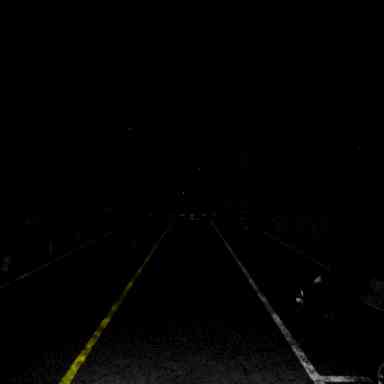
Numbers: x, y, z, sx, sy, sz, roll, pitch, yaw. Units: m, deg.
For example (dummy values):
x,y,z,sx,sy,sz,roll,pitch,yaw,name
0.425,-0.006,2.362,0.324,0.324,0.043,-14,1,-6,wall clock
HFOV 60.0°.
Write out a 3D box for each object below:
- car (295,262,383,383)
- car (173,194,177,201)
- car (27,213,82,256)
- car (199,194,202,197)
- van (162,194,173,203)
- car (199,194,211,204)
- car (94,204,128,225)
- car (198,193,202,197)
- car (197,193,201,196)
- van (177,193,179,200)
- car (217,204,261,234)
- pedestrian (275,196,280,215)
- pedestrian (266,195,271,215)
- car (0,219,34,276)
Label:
x,y,z,sx,sy,sz,roll,pitch,yaw,name
2.764,1.569,4.407,1.947,1.339,4.313,0,0,0,car
-5.432,1.656,82.765,1.947,1.339,4.313,0,0,1,car
-5.762,1.555,13.084,1.887,1.381,4.507,0,0,0,car
2.996,1.601,71.837,1.752,1.417,4.829,0,0,1,car
-5.530,1.417,71.741,1.690,1.788,3.998,0,0,1,van
2.945,1.619,66.154,2.008,1.369,4.403,0,0,1,car
-5.764,1.571,23.973,2.008,1.369,4.403,0,0,0,car
3.044,1.633,77.179,2.008,1.369,4.403,0,0,1,car
3.094,1.405,82.692,2.192,1.841,5.009,0,0,1,car
-5.333,1.447,93.791,1.690,1.788,3.998,0,0,1,van
2.762,1.566,18.979,2.008,1.369,4.403,0,0,0,car
8.131,1.275,31.845,0.375,1.860,0.375,0,0,0,pedestrian
7.131,1.204,31.245,0.375,1.860,0.375,0,0,0,pedestrian
-5.762,1.557,7.640,2.008,1.369,4.403,0,0,0,car
